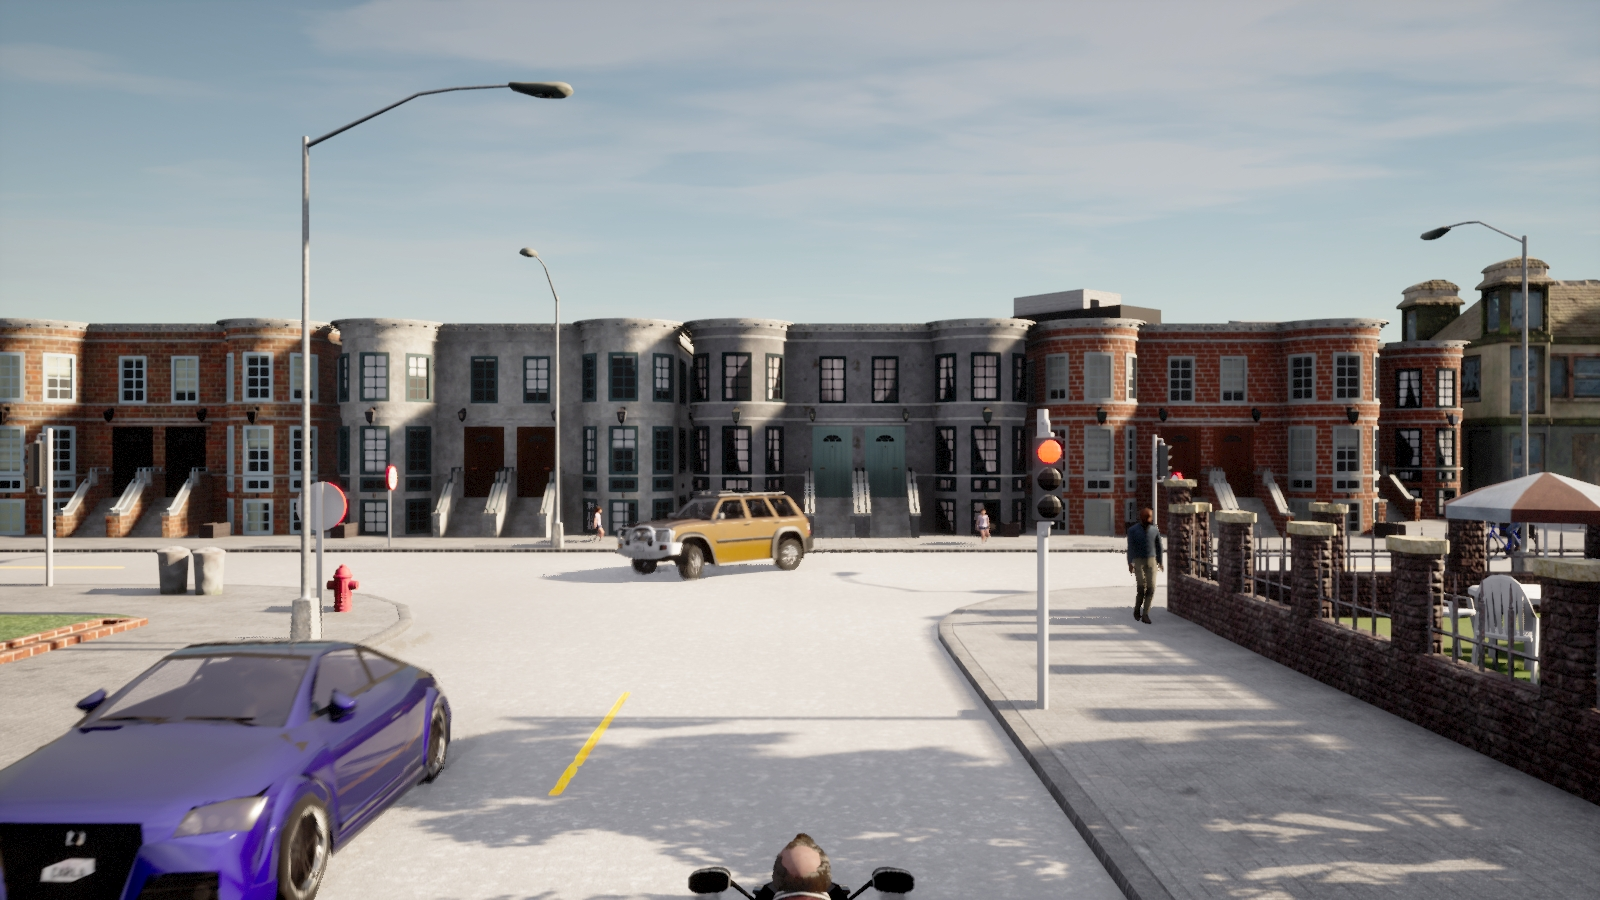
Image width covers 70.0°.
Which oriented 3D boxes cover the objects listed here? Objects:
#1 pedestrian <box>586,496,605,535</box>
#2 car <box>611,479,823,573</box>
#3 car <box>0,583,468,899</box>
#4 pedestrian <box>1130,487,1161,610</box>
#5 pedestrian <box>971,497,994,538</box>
[{"bbox_3d":[-5.904,1.891,33.007,0.500,1.100,0.500,0,0,-7],"label":"pedestrian"},{"bbox_3d":[-1.790,1.633,25.912,4.605,1.855,1.932,0,-2,-45],"label":"car"},{"bbox_3d":[-4.001,1.895,8.243,1.994,1.385,4.181,0,0,0],"label":"car"},{"bbox_3d":[5.329,1.508,17.632,0.375,1.860,0.375,0,0,2],"label":"pedestrian"},{"bbox_3d":[5.125,1.892,32.056,0.500,1.100,0.500,0,0,-8],"label":"pedestrian"}]
